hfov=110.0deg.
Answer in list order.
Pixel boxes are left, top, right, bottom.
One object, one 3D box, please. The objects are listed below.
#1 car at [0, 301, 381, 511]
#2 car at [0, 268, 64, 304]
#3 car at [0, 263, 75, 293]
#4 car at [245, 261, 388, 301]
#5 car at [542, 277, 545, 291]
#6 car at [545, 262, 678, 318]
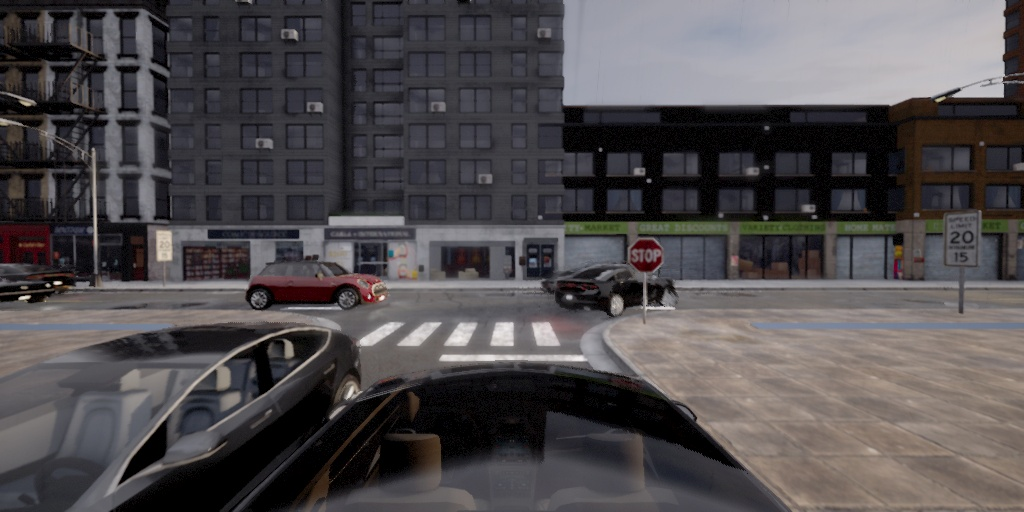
[{"bbox_3d":[-2.636,1.304,2.634,1.948,1.339,4.313,0,0,0],"label":"car"},{"bbox_3d":[-20.293,1.246,13.320,4.718,1.301,1.895,0,1,0],"label":"car"},{"bbox_3d":[-23.097,1.083,16.284,5.008,1.535,1.882,0,1,0],"label":"car"},{"bbox_3d":[-7.029,0.959,13.246,4.553,1.767,2.097,0,1,0],"label":"car"},{"bbox_3d":[3.816,1.023,16.141,4.902,1.511,2.128,0,1,0],"label":"car"},{"bbox_3d":[3.725,1.071,12.416,5.008,1.535,1.882,-1,-1,-37],"label":"car"}]
